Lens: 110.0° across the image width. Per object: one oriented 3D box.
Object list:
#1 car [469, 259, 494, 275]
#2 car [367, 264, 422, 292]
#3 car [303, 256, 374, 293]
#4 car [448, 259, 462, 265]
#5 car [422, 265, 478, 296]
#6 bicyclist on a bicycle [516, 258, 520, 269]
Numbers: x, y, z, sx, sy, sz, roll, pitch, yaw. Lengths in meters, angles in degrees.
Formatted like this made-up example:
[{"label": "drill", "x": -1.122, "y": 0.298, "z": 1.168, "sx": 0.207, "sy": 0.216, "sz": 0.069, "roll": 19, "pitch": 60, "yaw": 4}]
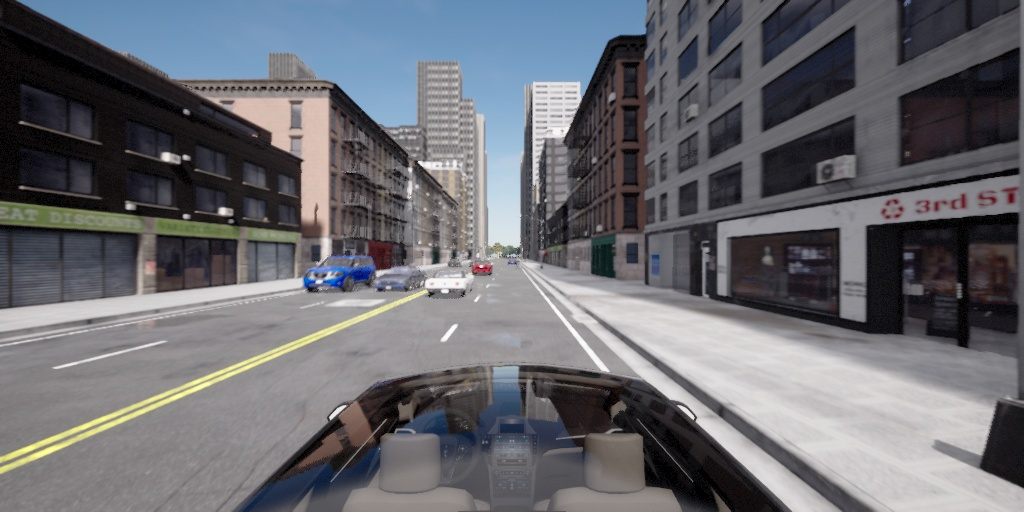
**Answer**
[{"label": "car", "x": -3.148, "y": 1.124, "z": 39.058, "sx": 2.097, "sy": 1.767, "sz": 4.553, "roll": 0, "pitch": 0, "yaw": 0}, {"label": "car", "x": -6.599, "y": 1.307, "z": 21.790, "sx": 2.033, "sy": 1.411, "sz": 5.357, "roll": 0, "pitch": 0, "yaw": 0}, {"label": "car", "x": -9.847, "y": 0.983, "z": 21.088, "sx": 2.150, "sy": 2.045, "sz": 5.566, "roll": 0, "pitch": 0, "yaw": 0}, {"label": "car", "x": -9.781, "y": 1.294, "z": 61.295, "sx": 1.837, "sy": 1.490, "sz": 4.892, "roll": 0, "pitch": 0, "yaw": 1}, {"label": "car", "x": -3.148, "y": 1.359, "z": 19.094, "sx": 1.895, "sy": 1.301, "sz": 4.718, "roll": 0, "pitch": 0, "yaw": 0}, {"label": "bicyclist on a bicycle", "x": 0.897, "y": 1.156, "z": 54.652, "sx": 0.659, "sy": 1.776, "sz": 1.843, "roll": 0, "pitch": 0, "yaw": 0}]
